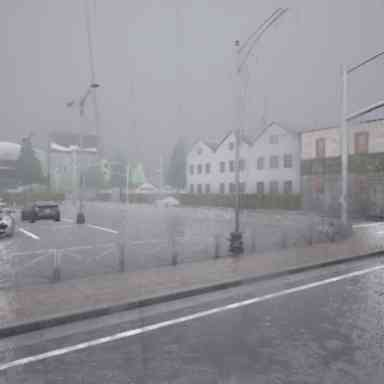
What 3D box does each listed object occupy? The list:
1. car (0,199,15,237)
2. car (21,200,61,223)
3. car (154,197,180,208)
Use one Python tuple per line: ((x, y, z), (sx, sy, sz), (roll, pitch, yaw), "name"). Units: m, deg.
((-9.294, 1.250, 15.038), (1.970, 1.475, 3.806), (0, 0, -36), "car")
((-10.405, 1.327, 22.903), (2.007, 1.523, 4.514), (0, 0, -36), "car")
((-3.458, 1.423, 45.989), (1.812, 1.442, 4.674), (0, 0, -35), "car")
